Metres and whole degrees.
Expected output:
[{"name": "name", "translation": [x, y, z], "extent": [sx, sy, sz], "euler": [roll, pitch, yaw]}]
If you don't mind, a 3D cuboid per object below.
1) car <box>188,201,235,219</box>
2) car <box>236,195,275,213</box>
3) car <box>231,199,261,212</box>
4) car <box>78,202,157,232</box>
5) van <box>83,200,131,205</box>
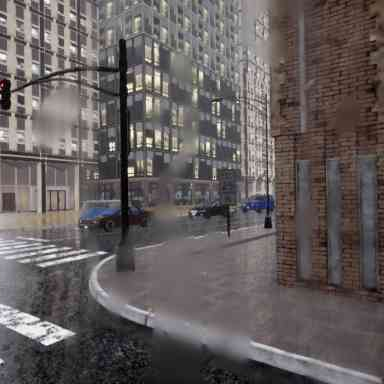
[{"name": "car", "translation": [1.570, 1.578, 29.651], "extent": [2.128, 1.511, 4.902], "euler": [-1, -1, 36]}, {"name": "car", "translation": [7.662, 1.329, 38.145], "extent": [2.150, 2.045, 5.566], "euler": [-1, -1, 36]}, {"name": "car", "translation": [6.805, 1.689, 41.408], "extent": [1.752, 1.417, 4.829], "euler": [-2, -1, 36]}, {"name": "car", "translation": [-4.513, 1.614, 21.164], "extent": [2.033, 1.411, 5.357], "euler": [-1, -1, 36]}, {"name": "van", "translation": [-6.030, 1.460, 23.499], "extent": [1.690, 1.788, 3.998], "euler": [-2, -1, 36]}]
